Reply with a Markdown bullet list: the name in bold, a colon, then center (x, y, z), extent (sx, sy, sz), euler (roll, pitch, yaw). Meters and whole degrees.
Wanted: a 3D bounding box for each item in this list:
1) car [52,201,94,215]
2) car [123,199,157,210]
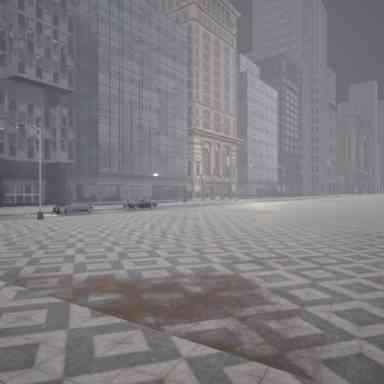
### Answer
- **car**: center (-12.489, 1.592, 35.172), extent (1.994, 1.385, 4.181), euler (0, 0, 37)
- **car**: center (-6.719, 1.615, 43.283), extent (1.895, 1.301, 4.718), euler (0, 0, 36)
